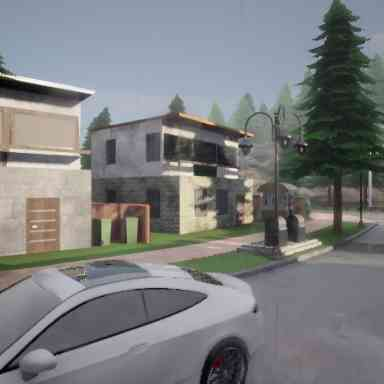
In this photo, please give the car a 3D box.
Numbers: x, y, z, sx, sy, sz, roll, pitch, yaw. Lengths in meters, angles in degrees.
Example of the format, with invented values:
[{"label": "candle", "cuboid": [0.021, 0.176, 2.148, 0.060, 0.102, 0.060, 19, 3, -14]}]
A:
[{"label": "car", "cuboid": [-1.199, 1.526, 3.395, 4.674, 1.442, 1.812, 0, 0, -38]}]
